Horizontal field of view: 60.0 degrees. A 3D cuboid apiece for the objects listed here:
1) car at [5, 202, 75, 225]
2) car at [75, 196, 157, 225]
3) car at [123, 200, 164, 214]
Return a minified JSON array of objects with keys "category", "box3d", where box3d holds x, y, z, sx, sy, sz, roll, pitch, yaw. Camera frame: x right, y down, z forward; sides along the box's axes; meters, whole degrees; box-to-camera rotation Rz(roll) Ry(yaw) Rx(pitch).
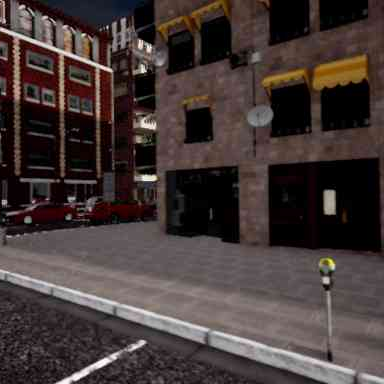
[{"category":"car","box3d":[-10.725,1.503,23.992,1.882,1.535,5.008,-1,1,36]},{"category":"car","box3d":[-4.875,1.198,22.397,2.192,1.841,5.009,-1,-1,36]},{"category":"car","box3d":[-5.220,1.593,36.296,1.947,1.339,4.313,-1,-1,36]}]
